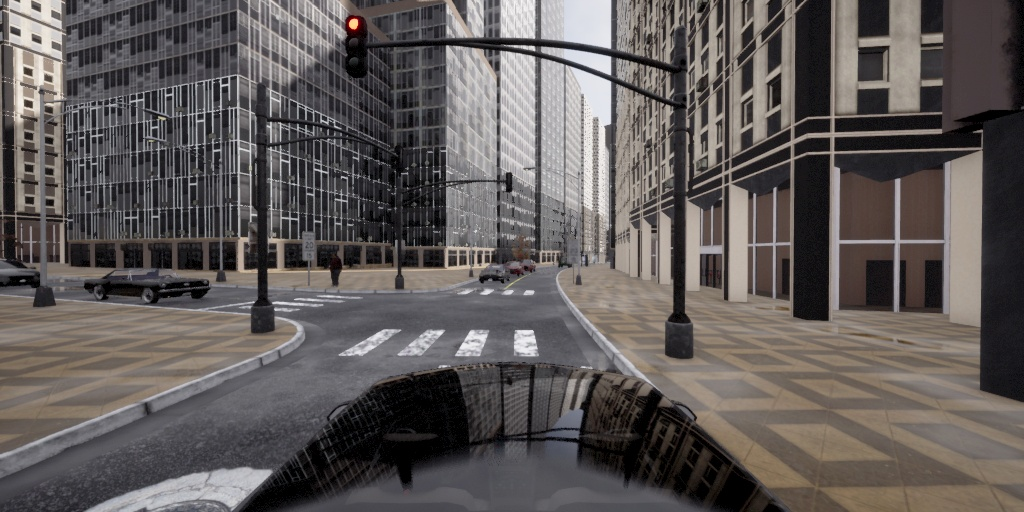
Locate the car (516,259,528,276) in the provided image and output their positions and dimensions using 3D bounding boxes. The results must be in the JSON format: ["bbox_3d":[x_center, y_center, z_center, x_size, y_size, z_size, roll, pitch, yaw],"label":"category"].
[{"bbox_3d":[0.132,1.297,37.783,1.882,1.535,5.008,0,0,9],"label":"car"}]

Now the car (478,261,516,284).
[{"bbox_3d":[-1.220,1.331,28.075,2.033,1.411,5.357,0,0,7],"label":"car"}]

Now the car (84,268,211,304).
[{"bbox_3d":[-15.075,1.171,14.904,4.718,1.301,1.895,1,1,16],"label":"car"}]

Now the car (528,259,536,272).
[{"bbox_3d":[1.885,1.220,47.511,2.097,1.767,4.553,0,0,11],"label":"car"}]

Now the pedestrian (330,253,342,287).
[{"bbox_3d":[-9.577,0.716,19.407,0.375,1.860,0.375,0,0,16],"label":"pedestrian"}]

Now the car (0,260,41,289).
[{"bbox_3d":[-26.095,0.917,18.092,4.892,1.490,1.837,1,1,16],"label":"car"}]
